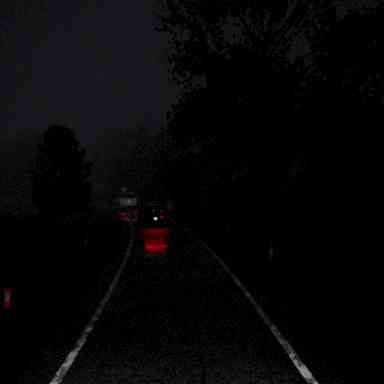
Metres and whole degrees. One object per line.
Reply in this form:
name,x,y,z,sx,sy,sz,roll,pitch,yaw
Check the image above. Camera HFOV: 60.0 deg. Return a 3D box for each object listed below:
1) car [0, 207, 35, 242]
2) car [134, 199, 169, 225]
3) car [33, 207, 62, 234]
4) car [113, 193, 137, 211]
car,-9.467,1.682,15.244,2.231,1.521,4.892,0,0,-5
car,-2.773,1.404,23.007,1.837,1.490,4.892,0,0,-12
car,-10.124,1.694,20.916,2.097,1.535,5.008,0,-1,-7
car,-8.060,1.085,39.890,2.150,2.045,5.566,-1,1,-22
